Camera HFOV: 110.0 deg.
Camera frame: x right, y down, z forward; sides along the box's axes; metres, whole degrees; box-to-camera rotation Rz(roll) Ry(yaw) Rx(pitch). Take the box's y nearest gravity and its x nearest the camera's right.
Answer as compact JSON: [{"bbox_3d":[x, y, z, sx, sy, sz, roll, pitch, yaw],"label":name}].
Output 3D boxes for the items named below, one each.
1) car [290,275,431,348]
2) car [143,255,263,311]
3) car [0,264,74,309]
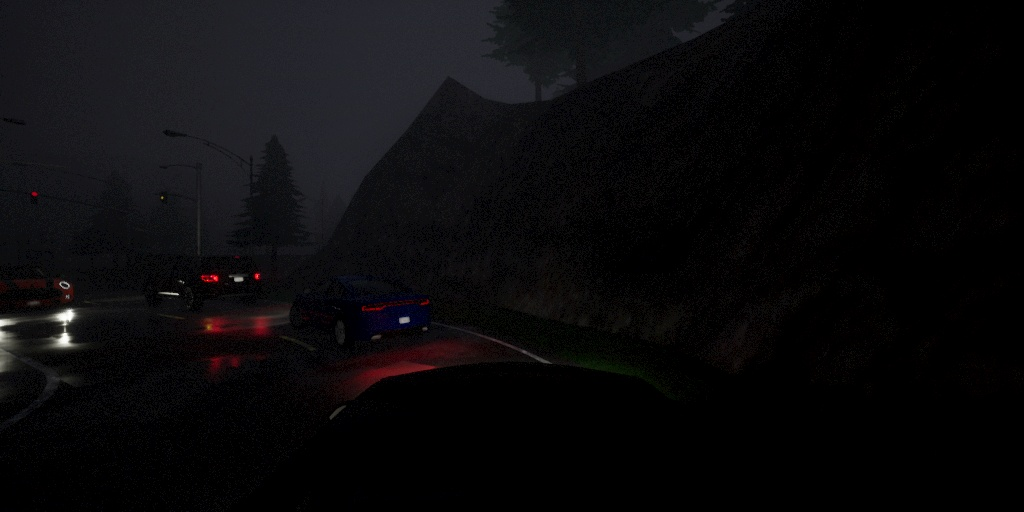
[{"bbox_3d":[-4.114,1.226,9.401,5.008,1.535,1.882,0,0,43],"label":"car"},{"bbox_3d":[-12.624,0.969,14.645,5.566,2.045,2.150,0,0,27],"label":"car"},{"bbox_3d":[-19.310,1.129,14.014,4.553,1.767,2.097,0,0,27],"label":"car"}]
